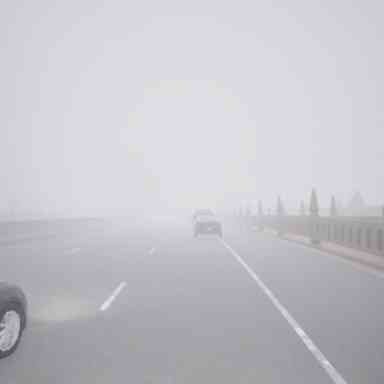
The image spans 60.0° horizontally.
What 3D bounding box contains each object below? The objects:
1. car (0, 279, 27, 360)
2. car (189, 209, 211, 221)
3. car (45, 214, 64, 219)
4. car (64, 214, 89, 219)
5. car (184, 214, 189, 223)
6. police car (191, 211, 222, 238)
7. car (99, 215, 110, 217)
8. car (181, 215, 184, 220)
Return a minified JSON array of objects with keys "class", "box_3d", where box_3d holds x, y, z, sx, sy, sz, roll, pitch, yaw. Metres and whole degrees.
[{"class":"car","box_3d":[-3.397,1.500,3.087,1.837,1.490,4.892,0,0,0]},{"class":"car","box_3d":[1.070,2.765,33.680,2.150,2.045,5.566,0,-4,0]},{"class":"car","box_3d":[-21.041,4.154,51.302,2.128,1.511,4.902,0,-4,0]},{"class":"car","box_3d":[-17.535,4.155,51.529,1.882,1.535,5.008,0,-4,0]},{"class":"car","box_3d":[0.021,4.698,59.273,1.812,1.442,4.674,0,-4,-2]},{"class":"police car","box_3d":[1.064,2.335,23.767,1.930,1.638,5.238,0,-4,0]},{"class":"car","box_3d":[-14.031,4.370,52.957,1.895,1.301,4.718,0,-4,0]},{"class":"car","box_3d":[-1.163,5.480,73.818,1.994,1.385,4.181,1,-4,-10]}]
